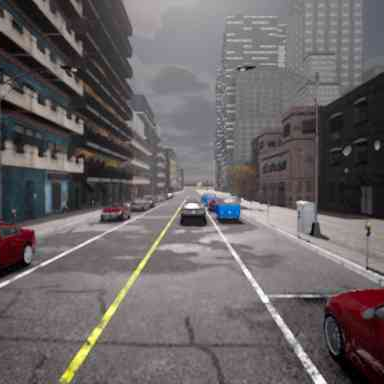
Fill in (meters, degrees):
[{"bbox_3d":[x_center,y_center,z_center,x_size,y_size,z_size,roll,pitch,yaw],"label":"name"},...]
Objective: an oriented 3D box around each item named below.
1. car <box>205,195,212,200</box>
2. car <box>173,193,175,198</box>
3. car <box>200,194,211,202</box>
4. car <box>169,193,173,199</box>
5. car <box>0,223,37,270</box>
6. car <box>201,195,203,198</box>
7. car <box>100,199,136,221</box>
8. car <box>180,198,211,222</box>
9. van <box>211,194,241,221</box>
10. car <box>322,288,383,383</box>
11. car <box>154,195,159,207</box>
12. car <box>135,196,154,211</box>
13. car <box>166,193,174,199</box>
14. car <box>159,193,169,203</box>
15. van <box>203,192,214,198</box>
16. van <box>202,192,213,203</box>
[{"bbox_3d":[2.664,1.332,36.533,1.887,1.381,4.507,-1,0,0],"label":"car"},{"bbox_3d":[-5.732,1.062,81.131,1.947,1.339,4.313,-1,0,0],"label":"car"},{"bbox_3d":[2.654,1.175,64.434,1.947,1.339,4.313,-1,0,0],"label":"car"},{"bbox_3d":[-5.728,1.117,69.969,1.887,1.381,4.507,-1,0,0],"label":"car"},{"bbox_3d":[-5.706,1.496,8.585,1.887,1.381,4.507,-1,0,0],"label":"car"},{"bbox_3d":[0.085,1.355,41.899,1.895,1.301,4.718,0,0,0],"label":"car"},{"bbox_3d":[-5.712,1.436,25.326,1.802,1.307,4.206,-1,0,0],"label":"car"},{"bbox_3d":[0.093,1.405,24.719,2.033,1.411,5.357,0,0,0],"label":"car"},{"bbox_3d":[2.664,1.194,25.371,1.690,1.788,3.998,-1,0,0],"label":"van"},{"bbox_3d":[2.677,1.564,3.053,1.802,1.307,4.206,-1,0,0],"label":"car"},{"bbox_3d":[-5.720,1.194,42.067,1.967,1.590,4.097,-1,0,0],"label":"car"},{"bbox_3d":[-5.716,1.339,36.488,2.008,1.369,4.403,-1,0,0],"label":"car"},{"bbox_3d":[-5.734,1.024,86.712,1.947,1.339,4.313,-1,0,0],"label":"car"},{"bbox_3d":[-5.724,1.197,58.808,2.008,1.369,4.403,-1,0,0],"label":"car"},{"bbox_3d":[2.657,1.059,47.692,1.690,1.788,3.998,-1,0,0],"label":"van"},{"bbox_3d":[2.652,0.987,58.852,1.690,1.788,3.998,-1,0,0],"label":"van"}]
